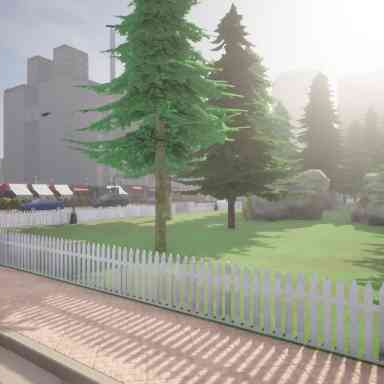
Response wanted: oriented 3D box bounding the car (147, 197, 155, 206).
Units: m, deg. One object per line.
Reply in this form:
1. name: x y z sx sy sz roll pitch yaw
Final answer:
1. car: -5.305 1.352 54.038 2.097 1.767 4.553 0 0 34

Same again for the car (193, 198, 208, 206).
1. car: 2.158 1.601 52.302 1.895 1.301 4.718 0 0 34

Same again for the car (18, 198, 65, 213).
1. car: -16.738 1.478 37.172 1.882 1.535 5.008 0 0 34

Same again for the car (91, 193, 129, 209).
1. car: -11.092 1.221 45.533 2.150 2.045 5.566 0 0 34
